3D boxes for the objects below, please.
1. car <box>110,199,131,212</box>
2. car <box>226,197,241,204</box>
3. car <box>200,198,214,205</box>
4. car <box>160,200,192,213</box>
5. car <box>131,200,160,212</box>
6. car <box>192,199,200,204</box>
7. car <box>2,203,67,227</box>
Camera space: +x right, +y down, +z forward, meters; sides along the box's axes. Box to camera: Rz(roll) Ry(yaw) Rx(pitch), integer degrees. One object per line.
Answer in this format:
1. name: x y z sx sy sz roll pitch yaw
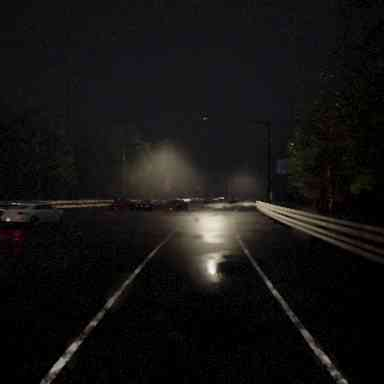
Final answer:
1. car: -8.561 1.674 41.992 1.837 1.490 4.892 0 -1 15
2. car: 11.280 2.453 90.181 1.994 1.385 4.181 0 -1 15
3. car: 3.847 2.148 75.599 1.882 1.535 5.008 0 -1 15
4. car: -1.812 1.705 40.099 1.837 1.490 4.892 0 -1 15
5. car: -5.195 1.728 41.030 2.033 1.411 5.357 0 -1 15
6. car: 0.980 2.284 78.472 1.895 1.301 4.718 0 -1 15
7. car: -10.215 1.436 21.909 1.812 1.442 4.674 0 -1 15
